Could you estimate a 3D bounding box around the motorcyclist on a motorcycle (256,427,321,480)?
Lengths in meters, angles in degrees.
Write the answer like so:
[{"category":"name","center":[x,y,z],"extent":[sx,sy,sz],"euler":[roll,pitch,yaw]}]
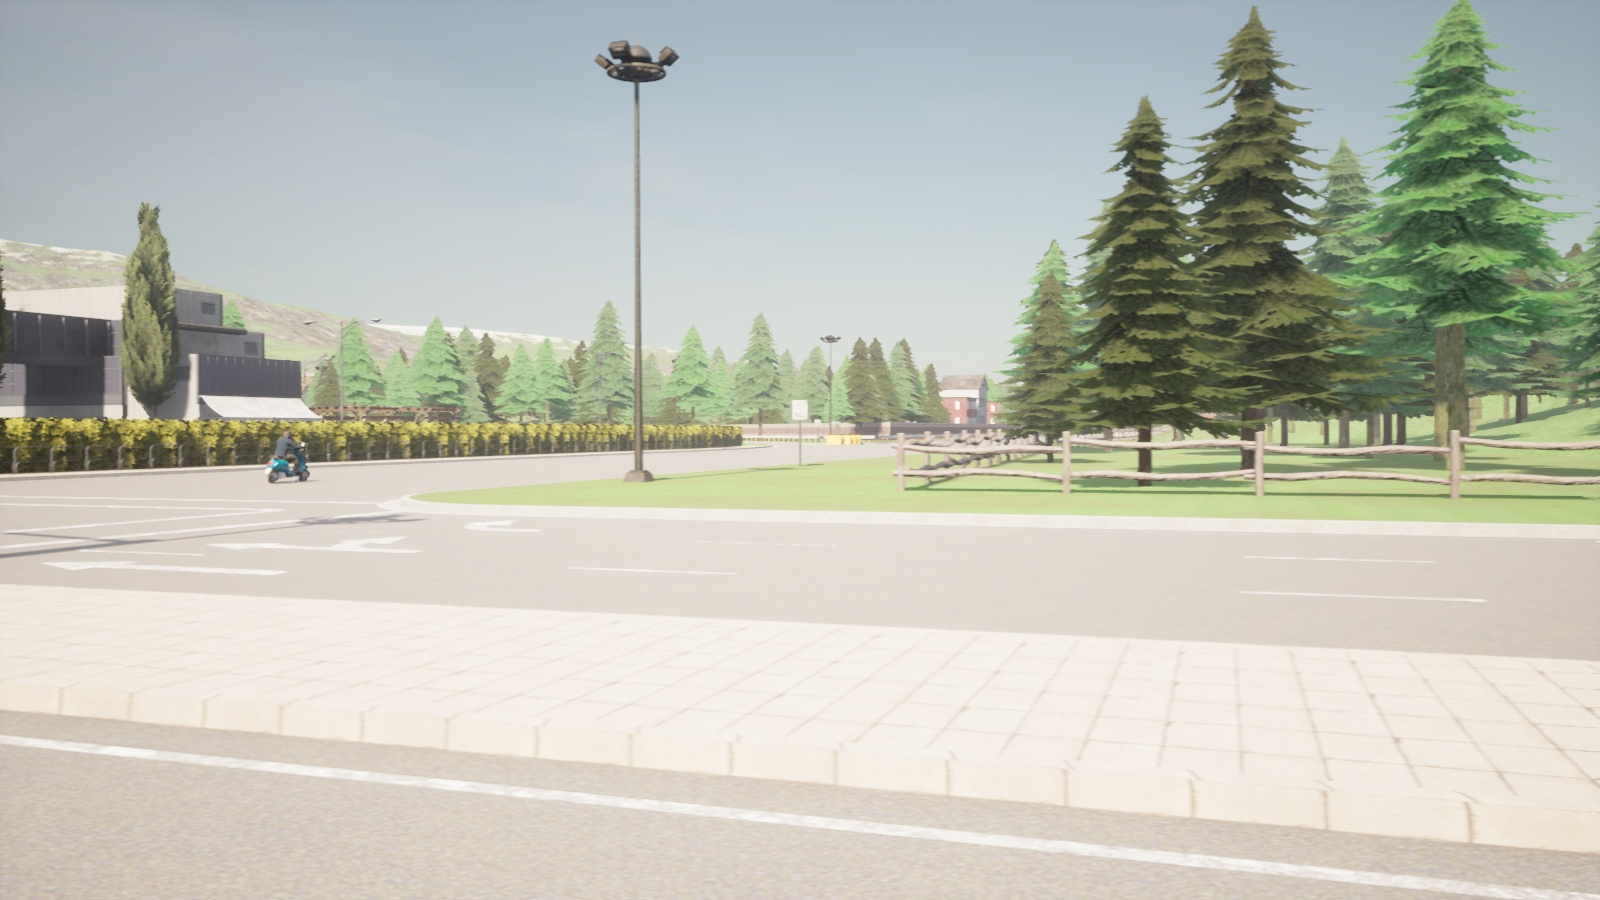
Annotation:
[{"category":"motorcyclist on a motorcycle","center":[-15.715,0.093,38.605],"extent":[0.866,1.590,1.817],"euler":[1,0,20]}]
